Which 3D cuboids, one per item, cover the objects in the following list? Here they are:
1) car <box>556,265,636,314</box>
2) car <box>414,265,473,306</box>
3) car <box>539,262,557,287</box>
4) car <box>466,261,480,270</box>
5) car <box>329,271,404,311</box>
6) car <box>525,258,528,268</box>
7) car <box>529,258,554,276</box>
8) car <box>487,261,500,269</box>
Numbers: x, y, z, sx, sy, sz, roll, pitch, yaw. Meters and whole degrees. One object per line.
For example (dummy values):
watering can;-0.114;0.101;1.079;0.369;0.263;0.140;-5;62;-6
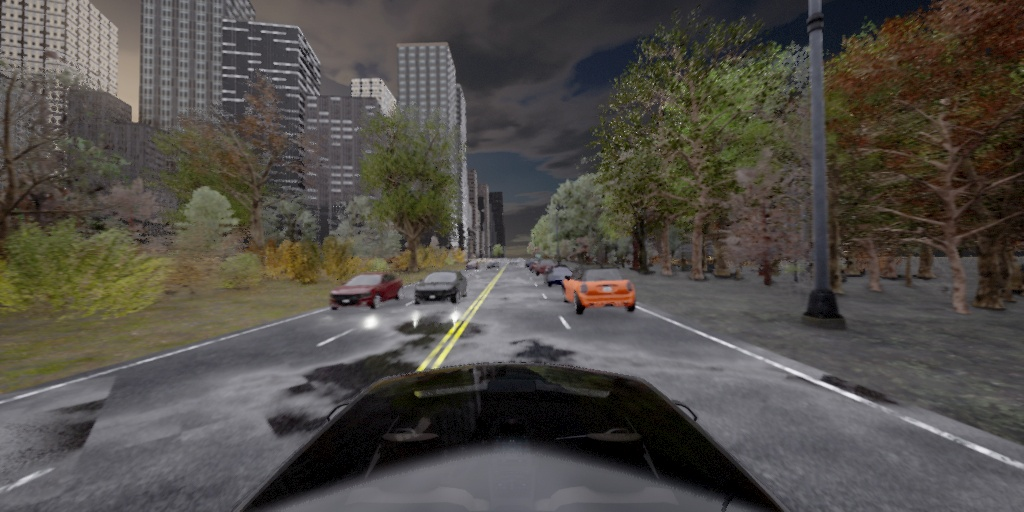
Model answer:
car;3.247;1.134;14.318;2.097;1.767;4.553;-2;0;0
car;-3.312;1.435;17.465;1.882;1.535;5.008;-1;0;0
car;3.301;1.345;25.353;1.994;1.385;4.181;-2;0;0
car;-6.334;1.529;58.097;1.812;1.442;4.674;-1;0;1
car;-6.567;1.516;16.694;1.882;1.535;5.008;-1;0;0
car;3.463;1.059;58.344;2.097;1.767;4.553;0;0;0
car;3.288;1.083;36.555;2.097;1.767;4.553;0;0;-3
car;-3.079;1.487;59.632;1.994;1.385;4.181;-1;0;1
